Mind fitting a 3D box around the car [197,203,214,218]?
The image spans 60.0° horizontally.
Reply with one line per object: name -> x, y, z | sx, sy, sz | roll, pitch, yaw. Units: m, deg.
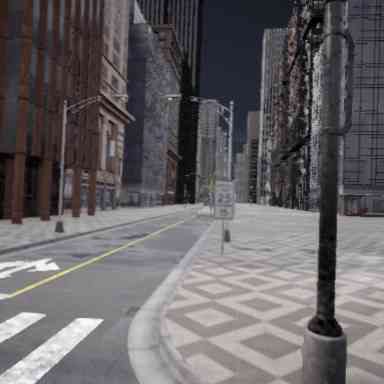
car -> 1.725, 2.545, 43.011 | 1.812, 1.442, 4.674 | 2, -1, 7

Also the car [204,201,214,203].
car -> 2.836, 2.482, 52.818 | 2.150, 2.045, 5.566 | 2, -1, 7
